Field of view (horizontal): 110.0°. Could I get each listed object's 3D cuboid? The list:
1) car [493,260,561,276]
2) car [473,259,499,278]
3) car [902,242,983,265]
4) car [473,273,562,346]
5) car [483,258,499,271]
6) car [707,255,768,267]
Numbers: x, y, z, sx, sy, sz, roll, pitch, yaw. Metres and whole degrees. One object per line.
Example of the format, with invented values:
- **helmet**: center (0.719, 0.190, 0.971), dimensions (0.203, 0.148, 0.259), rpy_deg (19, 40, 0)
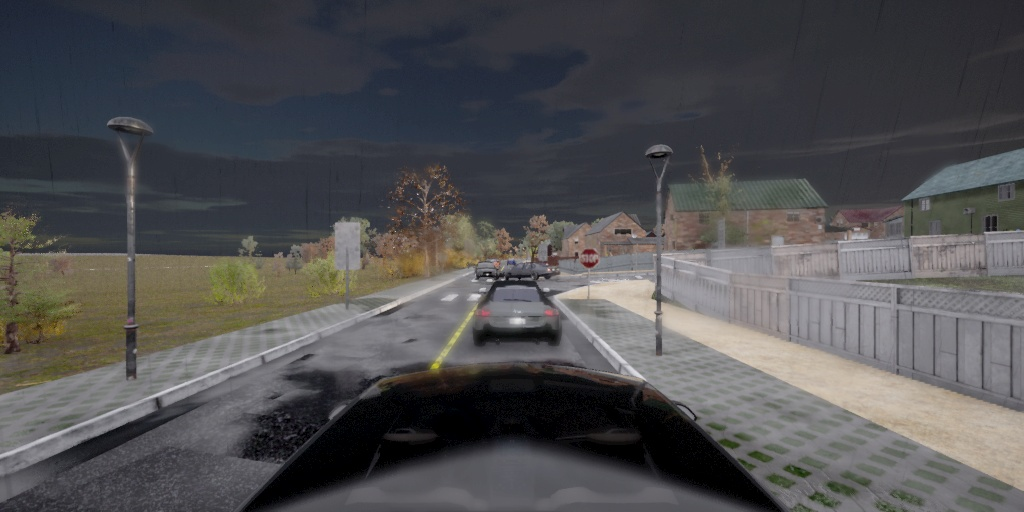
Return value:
- **car**: center (1.282, 1.198, 28.398), dimensions (5.357, 1.411, 2.033), rpy_deg (-4, -3, 43)
- **car**: center (-2.312, 1.258, 31.302), dimensions (1.837, 1.490, 4.892), rpy_deg (0, 0, -8)
- **car**: center (23.850, -0.208, 20.399), dimensions (4.902, 1.511, 2.128), rpy_deg (-3, 0, 14)
- **car**: center (0.086, 1.313, 9.381), dimensions (1.994, 1.385, 4.181), rpy_deg (0, 0, -1)
- **car**: center (-2.949, 1.121, 51.119), dimensions (2.097, 1.767, 4.553), rpy_deg (0, 0, 1)
- **car**: center (14.344, 0.413, 22.801), dimensions (4.181, 1.385, 1.994), rpy_deg (-3, 0, 16)
